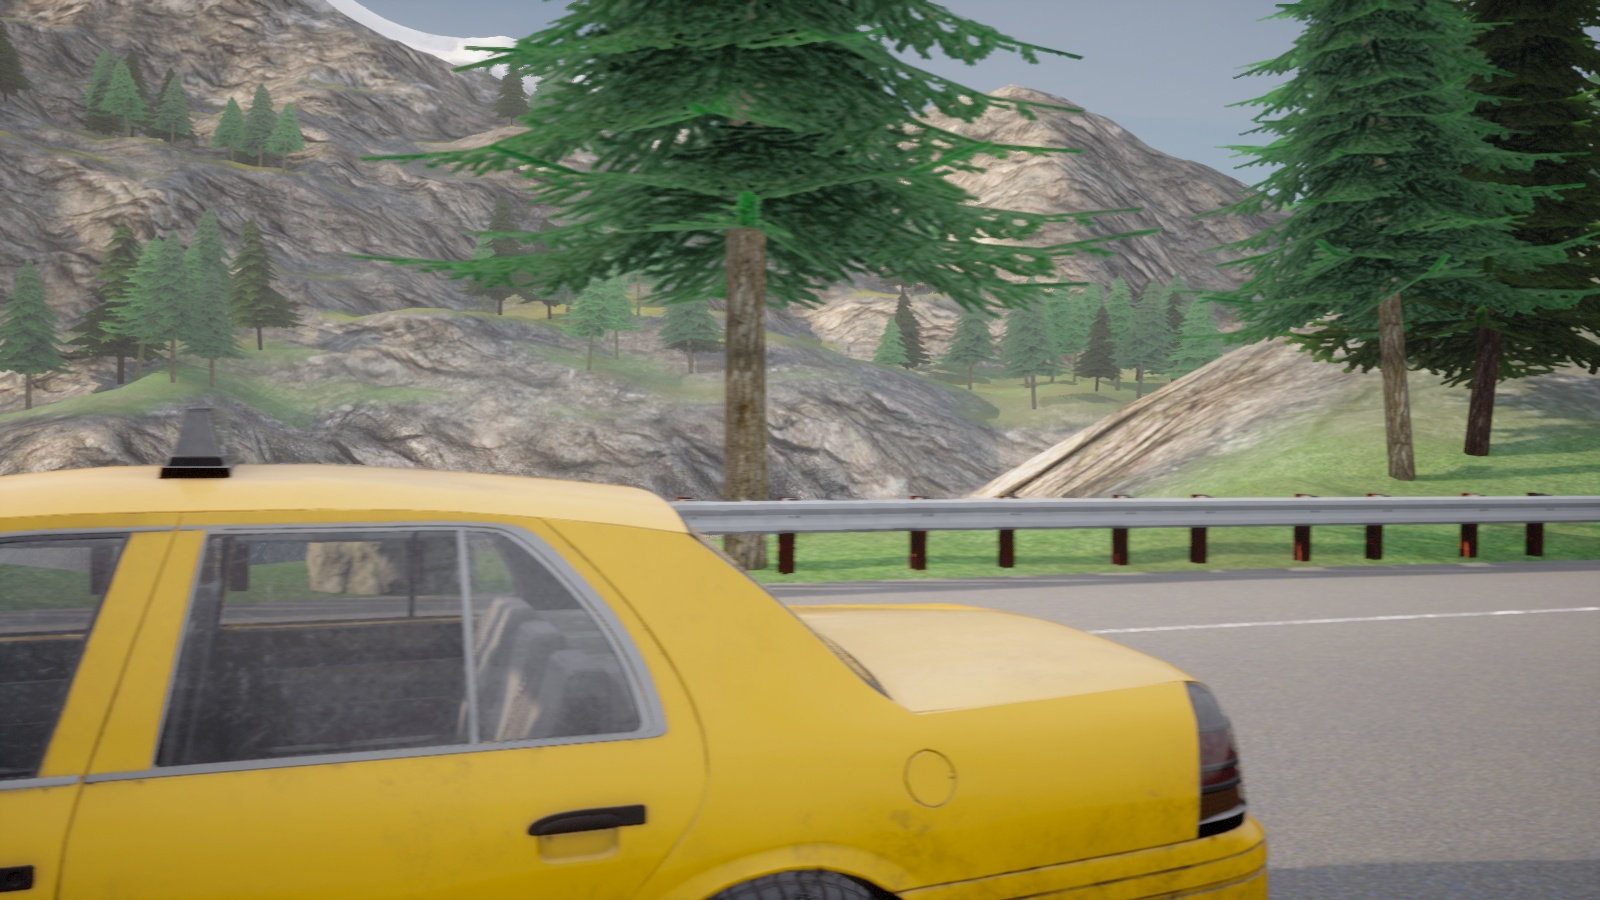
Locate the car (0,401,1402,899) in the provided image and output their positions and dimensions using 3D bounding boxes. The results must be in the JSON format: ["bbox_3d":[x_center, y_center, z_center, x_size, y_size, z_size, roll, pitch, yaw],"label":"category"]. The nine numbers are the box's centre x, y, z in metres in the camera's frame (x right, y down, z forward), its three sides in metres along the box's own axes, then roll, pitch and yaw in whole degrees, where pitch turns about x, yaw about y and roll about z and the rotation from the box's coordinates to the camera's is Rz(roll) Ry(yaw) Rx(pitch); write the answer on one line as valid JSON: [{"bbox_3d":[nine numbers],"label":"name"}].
[{"bbox_3d":[-1.469,0.707,2.702,5.366,1.575,1.801,-1,1,-21],"label":"car"}]
